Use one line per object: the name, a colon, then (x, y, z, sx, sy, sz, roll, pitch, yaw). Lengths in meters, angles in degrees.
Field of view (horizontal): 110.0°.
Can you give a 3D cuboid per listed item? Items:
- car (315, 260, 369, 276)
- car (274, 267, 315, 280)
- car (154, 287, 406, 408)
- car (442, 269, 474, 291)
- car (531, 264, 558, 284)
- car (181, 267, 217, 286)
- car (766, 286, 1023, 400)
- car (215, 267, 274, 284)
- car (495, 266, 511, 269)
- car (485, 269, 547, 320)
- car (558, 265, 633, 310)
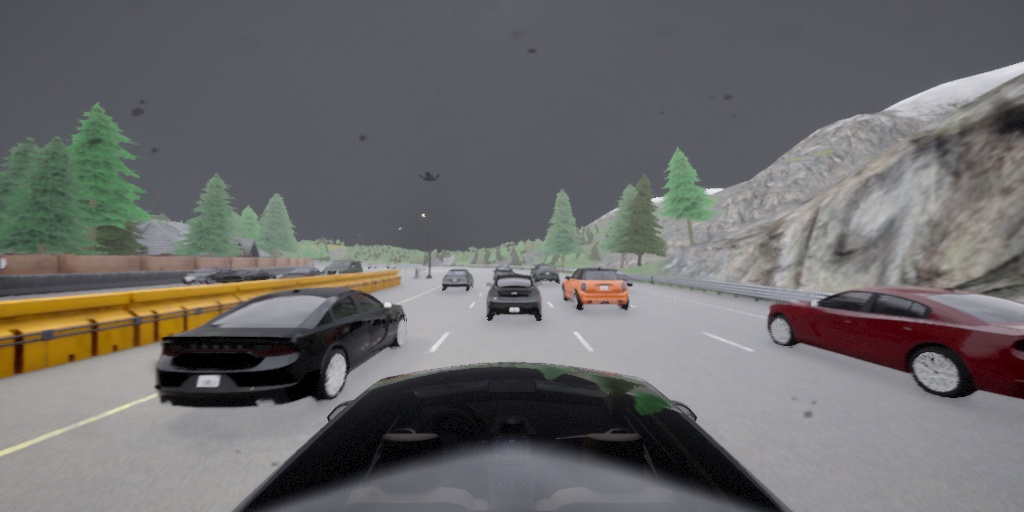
car: (-14.927, 1.399, 31.835, 2.150, 2.045, 5.566, 0, -1, -6)
car: (-18.429, 1.729, 31.942, 2.033, 1.411, 5.357, 0, -1, -6)
car: (-3.440, 1.297, 6.557, 1.882, 1.535, 5.008, 0, -1, 0)
car: (-3.736, 1.617, 25.181, 2.033, 1.411, 5.357, 0, -1, -2)
car: (2.795, 1.502, 31.969, 2.097, 1.767, 4.553, 0, -1, -5)
car: (-25.349, 1.662, 30.340, 2.128, 1.511, 4.902, 0, -1, -5)
car: (7.060, 1.283, 6.618, 1.882, 1.535, 5.008, 0, -1, 0)
car: (-21.761, 1.759, 29.795, 1.895, 1.301, 4.718, 0, -1, -5)
car: (-0.883, 1.674, 33.873, 2.128, 1.511, 4.902, 0, -1, -6)
car: (0.067, 1.414, 13.449, 1.837, 1.490, 4.892, 0, 0, 0)
car: (3.529, 1.287, 15.962, 2.097, 1.767, 4.553, 0, -1, -1)
